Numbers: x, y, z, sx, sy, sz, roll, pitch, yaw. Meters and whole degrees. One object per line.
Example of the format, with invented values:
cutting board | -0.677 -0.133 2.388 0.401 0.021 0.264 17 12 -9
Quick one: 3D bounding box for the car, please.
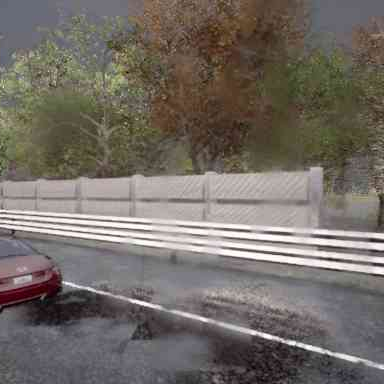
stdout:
car | -4.716 1.576 7.236 4.181 1.385 1.994 0 0 35
